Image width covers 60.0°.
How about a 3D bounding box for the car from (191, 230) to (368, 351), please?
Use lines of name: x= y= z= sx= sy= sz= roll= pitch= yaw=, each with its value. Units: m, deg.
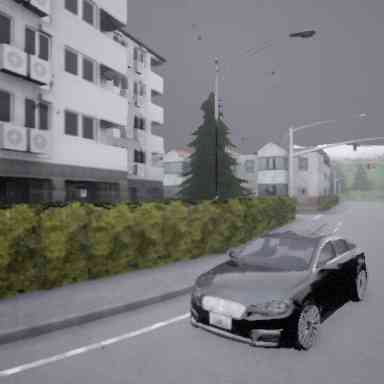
car: x=1.989 y=1.559 z=6.524 sx=2.128 sy=1.511 sz=4.902 roll=-1 pitch=-1 yaw=41
